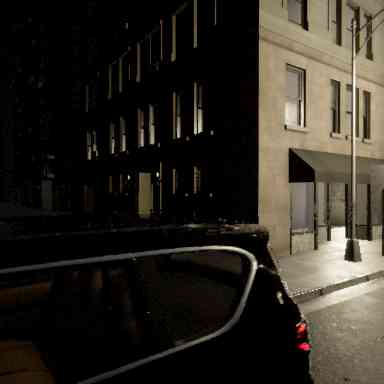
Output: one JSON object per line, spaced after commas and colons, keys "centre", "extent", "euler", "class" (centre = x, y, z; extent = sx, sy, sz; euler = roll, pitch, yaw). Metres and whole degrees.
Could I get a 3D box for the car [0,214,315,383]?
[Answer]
{"centre": [-1.676, 1.222, 1.753], "extent": [5.566, 2.045, 2.150], "euler": [0, 0, -35], "class": "car"}
